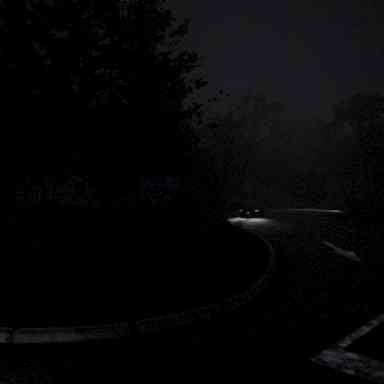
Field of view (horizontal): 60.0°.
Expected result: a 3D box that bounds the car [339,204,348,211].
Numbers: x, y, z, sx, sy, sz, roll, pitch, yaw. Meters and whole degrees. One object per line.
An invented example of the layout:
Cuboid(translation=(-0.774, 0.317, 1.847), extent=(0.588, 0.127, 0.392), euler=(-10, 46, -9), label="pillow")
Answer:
Cuboid(translation=(20.579, 1.747, 41.432), extent=(4.181, 1.385, 1.994), euler=(1, 0, -4), label="car")

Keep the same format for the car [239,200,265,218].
Cuboid(translation=(5.578, 1.534, 30.731), extent=(1.837, 1.490, 4.892), euler=(-1, 0, 19), label="car")
